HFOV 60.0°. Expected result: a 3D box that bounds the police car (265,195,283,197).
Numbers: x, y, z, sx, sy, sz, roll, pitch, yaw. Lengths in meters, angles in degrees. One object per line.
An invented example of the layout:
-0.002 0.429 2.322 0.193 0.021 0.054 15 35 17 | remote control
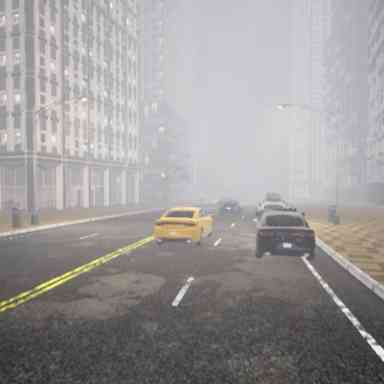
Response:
6.824 1.377 27.779 1.930 1.638 5.238 0 0 15 | police car

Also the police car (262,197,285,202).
5.404 1.387 22.101 1.930 1.638 5.238 0 0 13 | police car

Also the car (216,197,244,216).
3.912 1.495 32.502 1.994 1.385 4.181 0 0 15 | car

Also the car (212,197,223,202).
4.660 1.451 46.746 1.994 1.385 4.181 0 0 18 | car

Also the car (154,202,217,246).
-0.235 1.445 15.317 1.882 1.535 5.008 0 0 11 | car

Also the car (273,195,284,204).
16.457 1.392 63.406 1.812 1.442 4.674 0 0 14 | car

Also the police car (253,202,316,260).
3.358 1.403 12.565 1.930 1.638 5.238 0 0 11 | police car

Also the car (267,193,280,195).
11.240 1.137 45.650 2.150 2.045 5.566 0 0 18 | car

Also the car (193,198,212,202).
1.579 1.473 47.744 1.895 1.301 4.718 0 0 18 | car
